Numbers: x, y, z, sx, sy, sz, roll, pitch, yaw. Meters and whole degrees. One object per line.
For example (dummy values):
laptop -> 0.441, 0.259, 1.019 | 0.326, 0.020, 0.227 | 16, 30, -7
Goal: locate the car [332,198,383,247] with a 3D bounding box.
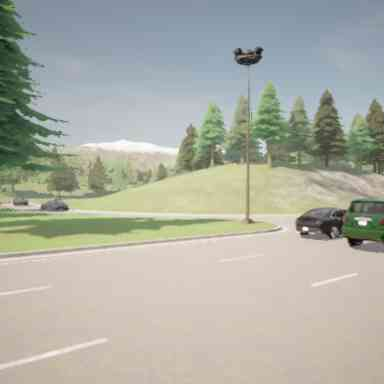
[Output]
car -> 8.699, 1.296, 14.251 | 5.566, 2.045, 2.150 | 0, 0, -35

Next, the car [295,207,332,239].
car -> 7.552, 1.584, 17.732 | 4.892, 1.490, 1.837 | 0, 0, -35

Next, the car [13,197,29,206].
car -> -28.604, 1.603, 55.566 | 2.033, 1.411, 5.357 | 0, 0, -34

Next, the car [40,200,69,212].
car -> -16.049, 1.609, 38.786 | 1.994, 1.385, 4.181 | 0, 0, -45
